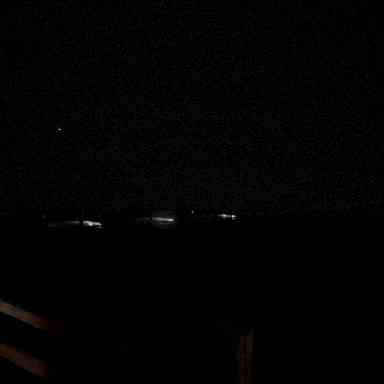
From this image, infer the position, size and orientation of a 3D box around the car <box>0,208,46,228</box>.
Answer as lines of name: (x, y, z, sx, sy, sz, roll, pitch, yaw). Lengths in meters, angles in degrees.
car: (-13.600, 1.951, 25.873, 1.994, 1.385, 4.181, 3, 0, 36)

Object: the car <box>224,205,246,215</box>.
car: (7.087, 2.954, 54.540, 1.837, 1.490, 4.892, 3, 0, 36)

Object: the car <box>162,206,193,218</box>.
car: (-1.773, 2.516, 42.349, 1.837, 1.490, 4.892, 3, 0, 36)

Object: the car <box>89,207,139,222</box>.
car: (-7.839, 2.243, 33.917, 2.033, 1.411, 5.357, 3, 0, 36)
